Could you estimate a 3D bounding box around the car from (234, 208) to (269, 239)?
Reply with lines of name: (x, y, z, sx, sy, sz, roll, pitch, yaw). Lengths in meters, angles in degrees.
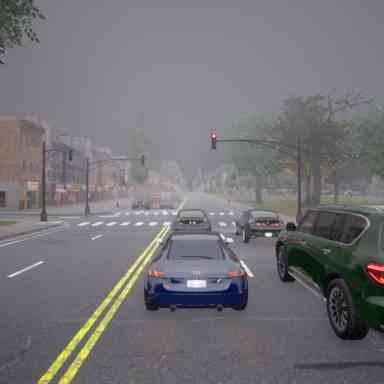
car: (3.263, 1.580, 16.539, 1.837, 1.490, 4.892, 0, 0, 0)

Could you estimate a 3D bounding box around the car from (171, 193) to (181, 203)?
car: (-3.391, 1.144, 67.804, 2.150, 2.045, 5.566, 0, 0, 0)

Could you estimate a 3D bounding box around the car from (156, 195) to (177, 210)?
car: (-3.430, 1.610, 45.188, 1.837, 1.490, 4.892, 0, 0, 0)

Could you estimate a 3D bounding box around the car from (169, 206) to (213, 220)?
car: (0.010, 1.581, 16.711, 1.837, 1.490, 4.892, 0, 0, 1)

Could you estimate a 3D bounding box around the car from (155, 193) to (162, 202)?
car: (-6.675, 1.198, 61.704, 2.150, 2.045, 5.566, 0, 0, 0)

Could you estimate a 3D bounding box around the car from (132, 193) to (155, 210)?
car: (-6.684, 1.325, 44.953, 2.150, 2.045, 5.566, 0, 1, 0)

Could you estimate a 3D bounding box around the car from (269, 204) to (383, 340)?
car: (3.314, 1.235, 6.677, 2.150, 2.045, 5.566, 0, 0, 0)

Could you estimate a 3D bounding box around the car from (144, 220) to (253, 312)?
car: (0.066, 1.583, 7.824, 1.994, 1.385, 4.181, 0, 0, 0)

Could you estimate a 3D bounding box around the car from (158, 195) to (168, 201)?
car: (-6.644, 1.347, 77.124, 1.812, 1.442, 4.674, 0, 0, 0)
